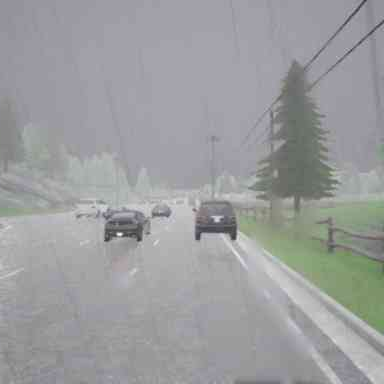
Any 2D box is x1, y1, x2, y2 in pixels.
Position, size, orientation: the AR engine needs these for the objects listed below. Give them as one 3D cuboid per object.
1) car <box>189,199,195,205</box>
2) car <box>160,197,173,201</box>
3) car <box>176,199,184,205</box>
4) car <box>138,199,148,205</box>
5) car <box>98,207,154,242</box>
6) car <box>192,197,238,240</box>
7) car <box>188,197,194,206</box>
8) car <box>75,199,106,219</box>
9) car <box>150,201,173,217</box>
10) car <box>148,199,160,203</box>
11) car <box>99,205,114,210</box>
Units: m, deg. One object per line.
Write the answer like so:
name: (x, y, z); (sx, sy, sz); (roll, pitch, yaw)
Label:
car: (-0.007, 2.743, 93.498); (1.837, 1.490, 4.892); (0, -1, 0)
car: (-7.007, 2.508, 93.223); (2.150, 2.045, 5.566); (0, -1, 0)
car: (-3.507, 2.813, 93.606); (1.812, 1.442, 4.674); (0, -1, 0)
car: (-14.007, 2.810, 93.218); (2.128, 1.511, 4.902); (0, -1, 0)
car: (-3.401, 1.757, 18.073); (1.837, 1.490, 4.892); (0, -1, 0)
car: (1.223, 1.485, 18.761); (2.150, 2.045, 5.566); (0, -1, 0)
car: (-0.006, 2.674, 83.067); (2.128, 1.511, 4.902); (0, -1, 0)
car: (-10.403, 1.706, 34.852); (2.150, 2.045, 5.566); (0, -1, 0)
car: (-3.404, 2.085, 37.532); (1.994, 1.385, 4.181); (0, -1, 0)
car: (-10.507, 2.761, 93.189); (1.882, 1.535, 5.008); (0, -1, 0)
car: (-6.903, 2.037, 31.361); (1.895, 1.301, 4.718); (0, -1, 0)
